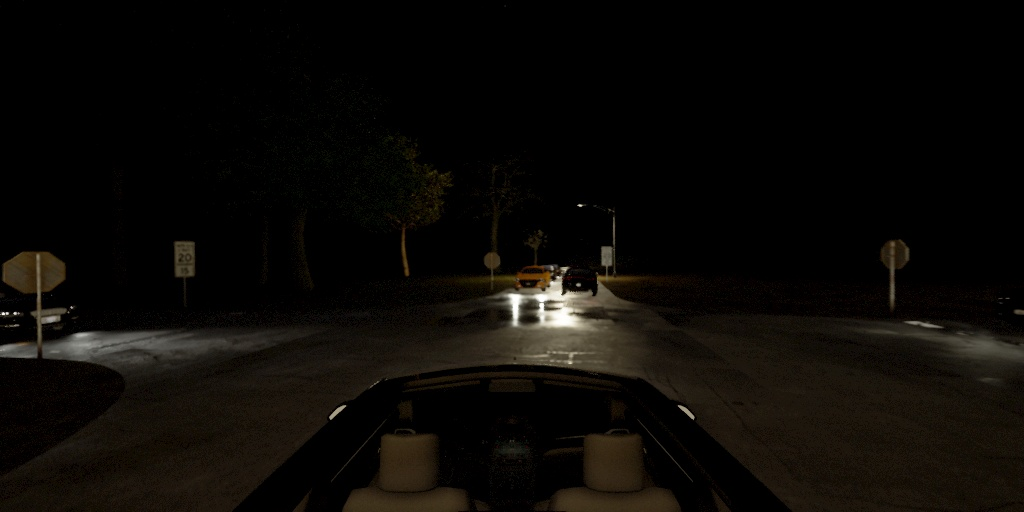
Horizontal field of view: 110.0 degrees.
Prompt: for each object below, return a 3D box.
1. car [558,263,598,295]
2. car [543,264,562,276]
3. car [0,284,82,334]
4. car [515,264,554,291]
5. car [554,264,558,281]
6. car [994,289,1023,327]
[{"bbox_3d":[3.987,1.377,21.051,1.882,1.535,5.008,0,0,13],"label":"car"},{"bbox_3d":[5.068,1.696,44.541,2.033,1.411,5.357,0,-1,10],"label":"car"},{"bbox_3d":[-15.571,1.587,10.638,4.902,1.511,2.128,-1,0,9],"label":"car"},{"bbox_3d":[1.443,1.414,23.659,1.882,1.535,5.008,0,-1,11],"label":"car"},{"bbox_3d":[3.258,1.582,34.037,2.033,1.411,5.357,0,-1,10],"label":"car"},{"bbox_3d":[14.643,1.037,8.216,5.008,1.535,1.882,-1,0,8],"label":"car"}]
